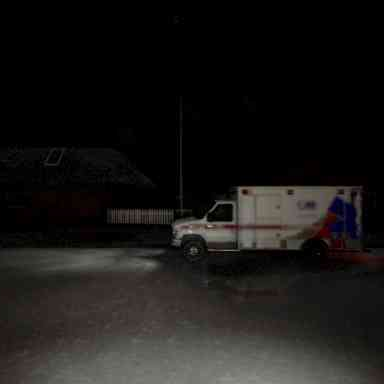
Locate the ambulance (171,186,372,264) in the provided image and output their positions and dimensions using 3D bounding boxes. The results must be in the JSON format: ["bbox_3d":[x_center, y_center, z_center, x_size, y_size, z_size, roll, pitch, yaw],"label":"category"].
[{"bbox_3d":[2.463,1.030,11.483,6.366,2.431,2.351,0,0,0],"label":"ambulance"}]
